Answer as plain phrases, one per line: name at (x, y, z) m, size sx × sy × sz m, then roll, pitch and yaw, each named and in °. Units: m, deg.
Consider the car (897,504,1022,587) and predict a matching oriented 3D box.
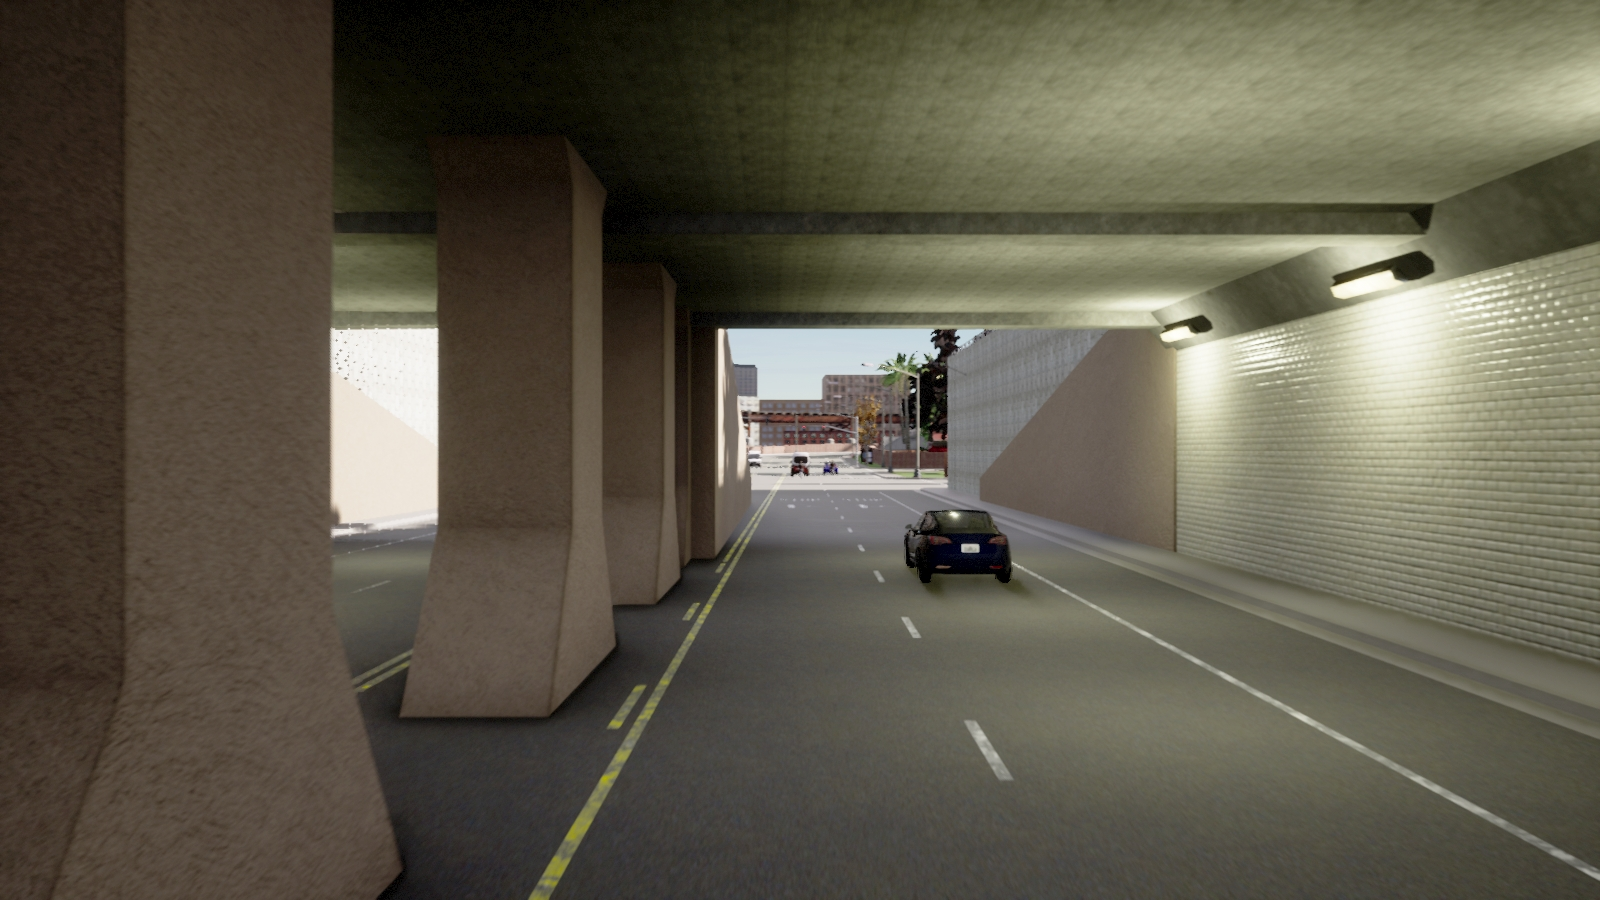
car at (3.465, 2.063, 25.750) m, size 2.163 × 1.488 × 4.792 m, roll 0°, pitch 0°, yaw 0°
